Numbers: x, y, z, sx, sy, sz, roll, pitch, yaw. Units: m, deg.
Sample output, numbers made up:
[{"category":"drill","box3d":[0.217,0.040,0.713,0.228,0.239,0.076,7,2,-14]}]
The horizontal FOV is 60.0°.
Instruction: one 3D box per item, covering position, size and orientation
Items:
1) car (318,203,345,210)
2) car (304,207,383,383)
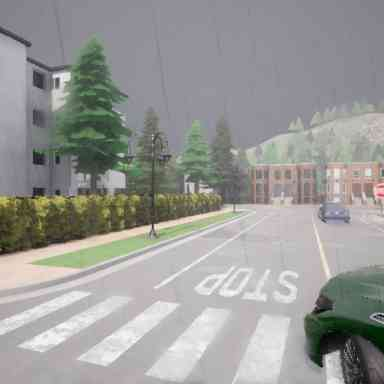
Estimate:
[{"category":"car","box3d":[10.790,1.535,25.366,2.033,1.411,5.357,0,0,17]},{"category":"car","box3d":[3.322,1.259,2.149,2.150,2.045,5.566,-4,1,-26]}]
